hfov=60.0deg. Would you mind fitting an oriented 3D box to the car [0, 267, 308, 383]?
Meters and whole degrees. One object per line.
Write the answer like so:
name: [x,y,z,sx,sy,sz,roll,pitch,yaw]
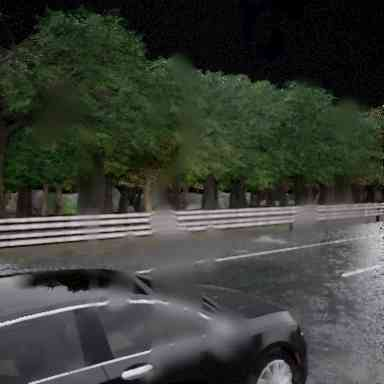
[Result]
car: [-0.936,1.504,3.075,4.892,1.490,1.837,0,0,-35]
